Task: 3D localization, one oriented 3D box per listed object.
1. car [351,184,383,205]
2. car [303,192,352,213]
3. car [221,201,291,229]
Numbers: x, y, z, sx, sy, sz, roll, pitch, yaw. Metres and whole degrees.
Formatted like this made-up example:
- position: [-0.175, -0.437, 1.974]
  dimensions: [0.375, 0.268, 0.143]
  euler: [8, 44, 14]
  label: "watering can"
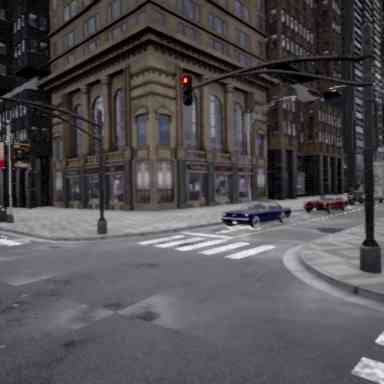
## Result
- position: [17.703, 0.184, 33.745]
  dimensions: [2.150, 2.045, 5.566]
  euler: [-1, 1, 43]
  label: "car"
- position: [10.497, 0.888, 26.023]
  dimensions: [1.895, 1.301, 4.718]
  euler: [-1, 1, 43]
  label: "car"
- position: [3.681, 1.195, 18.725]
  dimensions: [1.895, 1.301, 4.718]
  euler: [-1, 1, 43]
  label: "car"
